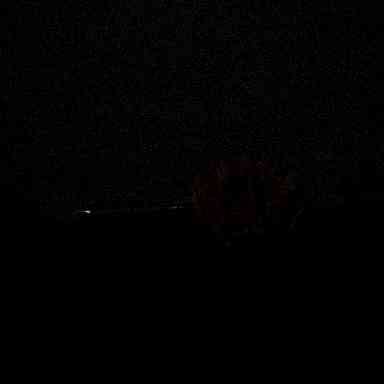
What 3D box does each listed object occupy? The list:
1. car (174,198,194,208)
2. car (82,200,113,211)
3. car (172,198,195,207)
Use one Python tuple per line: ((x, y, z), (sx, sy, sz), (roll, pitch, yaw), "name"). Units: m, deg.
((-0.644, 2.078, 60.219), (2.033, 1.411, 5.357), (-1, -1, 36), "car")
((-13.718, 1.906, 48.357), (1.837, 1.490, 4.892), (-1, -1, 36), "car")
((-1.573, 1.978, 65.005), (2.097, 1.767, 4.553), (-1, -1, 36), "car")
